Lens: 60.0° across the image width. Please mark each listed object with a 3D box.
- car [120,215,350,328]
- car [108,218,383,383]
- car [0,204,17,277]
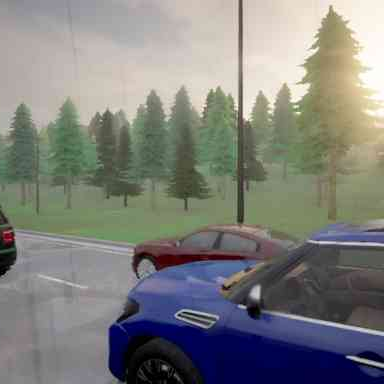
[{"bbox_3d":[0.755,1.478,7.741,5.008,1.535,1.882,0,0,36],"label":"car"},{"bbox_3d":[1.762,1.221,2.756,5.566,2.045,2.150,0,0,36],"label":"car"},{"bbox_3d":[-6.933,1.222,8.925,5.566,2.045,2.150,0,0,35],"label":"car"}]
